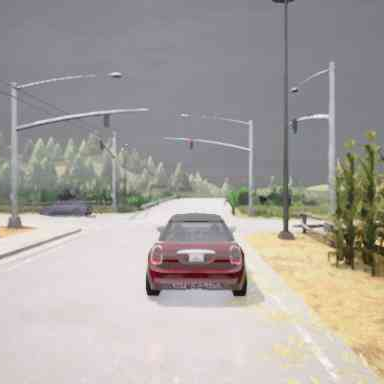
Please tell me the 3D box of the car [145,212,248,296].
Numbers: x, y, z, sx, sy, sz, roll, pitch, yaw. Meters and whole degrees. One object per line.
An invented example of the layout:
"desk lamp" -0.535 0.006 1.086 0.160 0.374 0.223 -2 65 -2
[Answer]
"car" 0.115 1.305 8.670 2.097 1.767 4.553 0 0 1

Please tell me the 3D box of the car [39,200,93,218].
"car" -10.488 1.380 27.830 4.181 1.385 1.994 0 0 5
